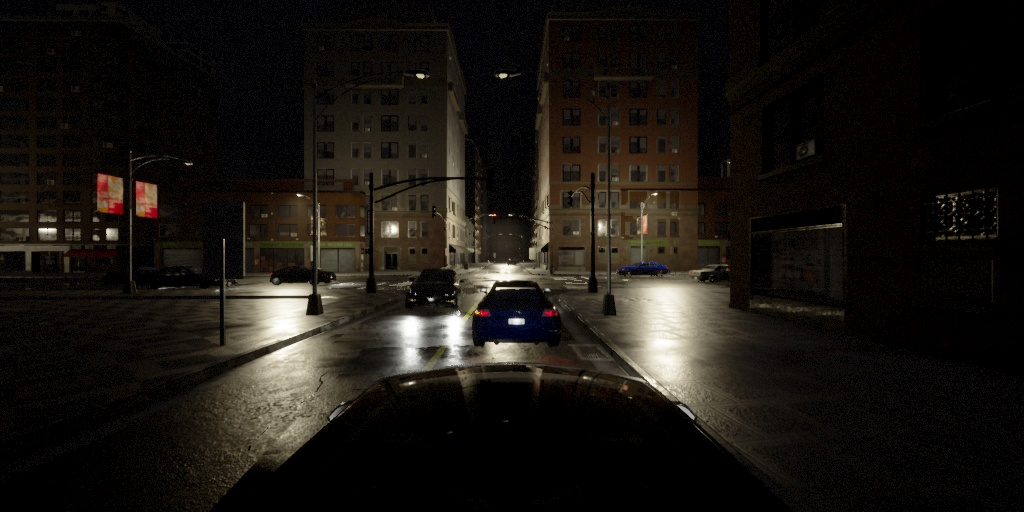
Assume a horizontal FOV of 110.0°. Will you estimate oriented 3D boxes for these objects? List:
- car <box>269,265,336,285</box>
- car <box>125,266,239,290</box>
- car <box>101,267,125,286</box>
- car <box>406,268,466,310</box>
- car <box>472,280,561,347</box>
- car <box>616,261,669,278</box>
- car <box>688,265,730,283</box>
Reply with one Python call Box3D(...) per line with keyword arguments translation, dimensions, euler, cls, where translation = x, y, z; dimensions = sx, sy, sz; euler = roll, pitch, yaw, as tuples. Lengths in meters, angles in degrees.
Box3D(translation=(-15.039, 1.364, 25.909), dimensions=(4.181, 1.385, 1.994), euler=(0, 0, 0), cls="car")
Box3D(translation=(-20.485, 1.369, 22.635), dimensions=(5.357, 1.411, 2.033), euler=(0, 0, 0), cls="car")
Box3D(translation=(-26.717, 1.408, 25.855), dimensions=(4.181, 1.385, 1.994), euler=(0, 0, -1), cls="car")
Box3D(translation=(-3.006, 1.254, 14.799), dimensions=(1.837, 1.490, 4.892), euler=(2, 0, -5), cls="car")
Box3D(translation=(0.098, 1.314, 9.373), dimensions=(1.994, 1.385, 4.181), euler=(0, 0, 0), cls="car")
Box3D(translation=(11.866, 1.218, 32.735), dimensions=(4.674, 1.442, 1.812), euler=(0, 0, 0), cls="car")
Box3D(translation=(15.549, 1.280, 26.054), dimensions=(4.718, 1.301, 1.895), euler=(0, 0, 0), cls="car")
